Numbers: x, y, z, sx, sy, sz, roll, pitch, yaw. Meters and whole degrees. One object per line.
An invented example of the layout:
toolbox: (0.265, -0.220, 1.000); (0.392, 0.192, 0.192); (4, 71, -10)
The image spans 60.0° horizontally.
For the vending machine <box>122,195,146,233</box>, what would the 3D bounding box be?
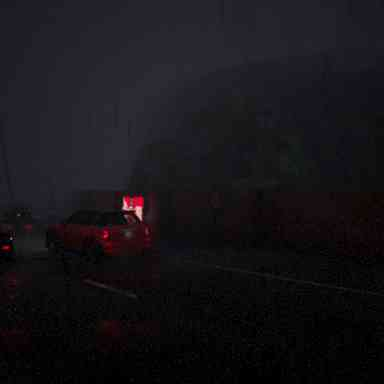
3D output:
vending machine: (-3.318, 1.233, 19.003); (1.100, 2.100, 0.880); (0, 0, -39)

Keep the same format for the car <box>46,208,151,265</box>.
car: (-3.523, 1.375, 12.113); (4.553, 1.767, 2.097); (0, 0, 45)

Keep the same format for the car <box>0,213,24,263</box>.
car: (-7.402, 1.546, 11.097); (1.812, 1.442, 4.674); (0, 0, -43)

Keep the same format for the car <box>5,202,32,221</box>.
car: (-14.106, 1.575, 27.076); (1.812, 1.442, 4.674); (0, 0, -27)
